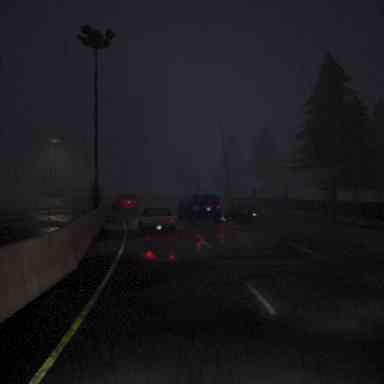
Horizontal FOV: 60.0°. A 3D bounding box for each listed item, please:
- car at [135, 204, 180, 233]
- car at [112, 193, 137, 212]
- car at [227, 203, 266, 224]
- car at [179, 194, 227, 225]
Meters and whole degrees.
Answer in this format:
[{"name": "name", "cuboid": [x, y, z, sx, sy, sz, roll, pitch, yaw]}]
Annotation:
[{"name": "car", "cuboid": [-2.181, 1.577, 19.762, 1.895, 1.301, 4.718, 0, 0, -11]}, {"name": "car", "cuboid": [-7.691, 1.185, 37.735, 2.150, 2.045, 5.566, 0, 0, -22]}, {"name": "car", "cuboid": [3.812, 1.517, 24.692, 1.994, 1.385, 4.181, 0, 0, -13]}, {"name": "car", "cuboid": [0.428, 1.184, 23.957, 2.150, 2.045, 5.566, 0, 0, -14]}]
